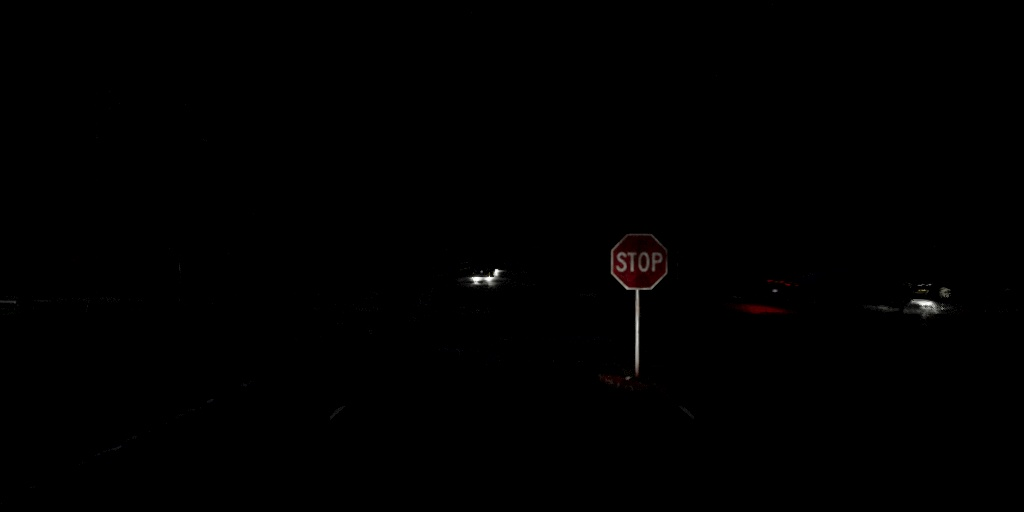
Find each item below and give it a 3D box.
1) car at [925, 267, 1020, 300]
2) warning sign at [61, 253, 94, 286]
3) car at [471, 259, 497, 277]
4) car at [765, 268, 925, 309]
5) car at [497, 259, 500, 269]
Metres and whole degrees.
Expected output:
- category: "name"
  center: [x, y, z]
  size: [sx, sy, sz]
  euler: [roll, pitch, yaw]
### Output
- category: "car"
  center: [21.528, 1.301, 17.510]
  size: [4.892, 1.490, 1.837]
  euler: [0, 0, 0]
- category: "warning sign"
  center: [-24.147, 0.761, 19.809]
  size: [1.060, 1.860, 1.300]
  euler: [0, 0, 0]
- category: "car"
  center: [-2.808, 1.266, 34.911]
  size: [1.994, 1.385, 4.181]
  euler: [0, 0, 0]
- category: "car"
  center: [13.161, 1.264, 14.601]
  size: [5.008, 1.535, 1.882]
  euler: [0, 0, 0]
- category: "car"
  center: [-2.770, 1.140, 52.756]
  size: [2.128, 1.511, 4.902]
  euler: [0, 0, 0]
